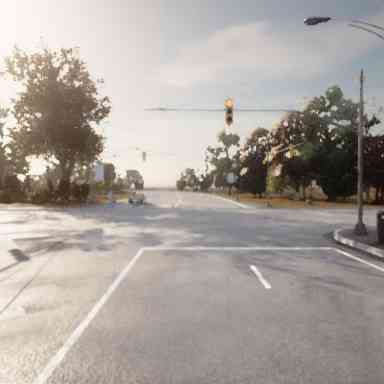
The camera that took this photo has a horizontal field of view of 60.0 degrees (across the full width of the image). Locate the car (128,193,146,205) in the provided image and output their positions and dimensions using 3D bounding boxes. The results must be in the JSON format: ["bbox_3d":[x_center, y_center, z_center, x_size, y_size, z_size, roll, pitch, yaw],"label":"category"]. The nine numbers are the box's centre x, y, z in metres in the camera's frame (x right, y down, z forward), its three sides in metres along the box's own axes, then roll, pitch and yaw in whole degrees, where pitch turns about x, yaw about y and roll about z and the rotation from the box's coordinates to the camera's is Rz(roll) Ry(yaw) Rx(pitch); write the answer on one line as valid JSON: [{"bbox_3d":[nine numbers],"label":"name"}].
[{"bbox_3d":[-7.171,0.900,43.898,2.128,1.511,4.902,0,1,0],"label":"car"}]
